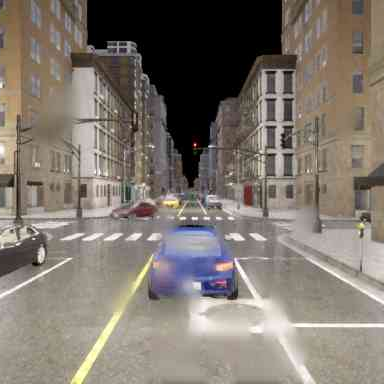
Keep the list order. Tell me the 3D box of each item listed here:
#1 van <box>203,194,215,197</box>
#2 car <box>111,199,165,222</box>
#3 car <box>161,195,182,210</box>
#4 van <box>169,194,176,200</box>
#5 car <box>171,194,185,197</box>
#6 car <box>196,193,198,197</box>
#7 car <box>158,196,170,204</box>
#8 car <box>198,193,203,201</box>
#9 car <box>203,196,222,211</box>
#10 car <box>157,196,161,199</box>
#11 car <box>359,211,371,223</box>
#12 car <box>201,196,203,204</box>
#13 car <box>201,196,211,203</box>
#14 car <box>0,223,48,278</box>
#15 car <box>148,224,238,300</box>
[{"bbox_3d":[2.756,1.335,46.477,1.690,1.788,3.998,0,0,0],"label":"van"},{"bbox_3d":[-4.480,1.520,26.910,1.812,1.442,4.674,1,0,31],"label":"car"},{"bbox_3d":[-2.736,1.472,43.875,1.882,1.535,5.008,0,0,0],"label":"car"},{"bbox_3d":[-5.219,1.330,89.745,1.690,1.788,3.998,0,0,0],"label":"van"},{"bbox_3d":[-2.691,1.556,58.188,1.994,1.385,4.181,0,0,0],"label":"car"},{"bbox_3d":[2.888,1.533,95.133,1.887,1.381,4.507,0,0,0],"label":"car"},{"bbox_3d":[-5.261,1.517,62.544,1.752,1.417,4.829,0,0,0],"label":"car"},{"bbox_3d":[2.800,1.307,62.696,2.192,1.841,5.009,0,0,0],"label":"car"},{"bbox_3d":[2.741,1.545,41.071,2.008,1.369,4.403,0,0,0],"label":"car"},{"bbox_3d":[-5.294,1.520,40.920,1.752,1.417,4.829,0,0,0],"label":"car"},{"bbox_3d":[15.127,1.636,23.996,5.357,1.411,2.033,0,0,0],"label":"car"},{"bbox_3d":[2.770,1.575,51.883,1.802,1.307,4.206,0,0,0],"label":"car"},{"bbox_3d":[2.814,1.557,68.102,1.947,1.339,4.313,0,0,0],"label":"car"},{"bbox_3d":[-5.365,1.550,8.808,2.008,1.369,4.403,0,0,0],"label":"car"},{"bbox_3d":[0.039,1.525,8.247,1.812,1.442,4.674,0,0,1],"label":"car"}]
